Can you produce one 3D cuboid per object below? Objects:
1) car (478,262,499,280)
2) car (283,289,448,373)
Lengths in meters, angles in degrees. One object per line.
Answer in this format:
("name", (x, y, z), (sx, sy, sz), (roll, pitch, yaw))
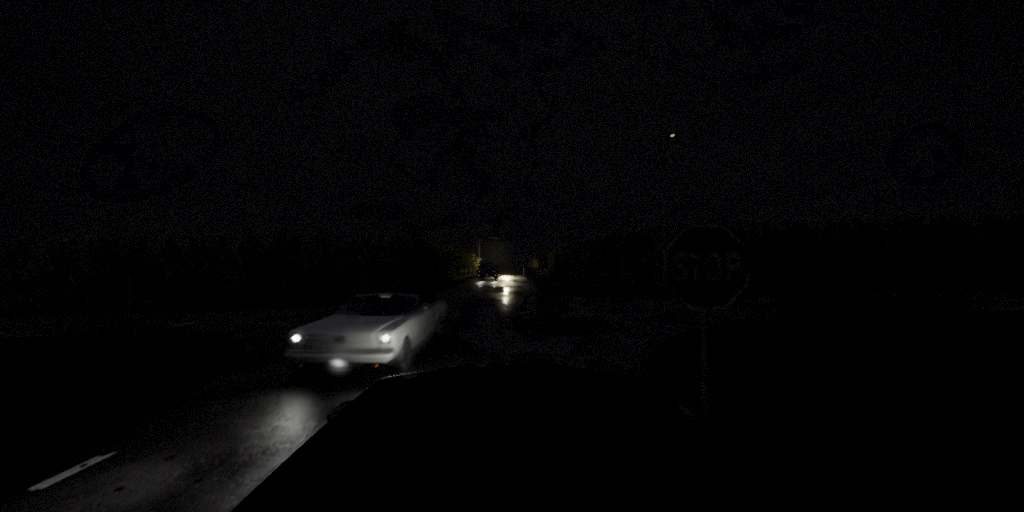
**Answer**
("car", (-2.739, 1.747, 41.876), (2.150, 2.045, 5.566), (0, -1, 0))
("car", (-2.751, 1.435, 7.913), (1.895, 1.301, 4.718), (0, -1, 0))
